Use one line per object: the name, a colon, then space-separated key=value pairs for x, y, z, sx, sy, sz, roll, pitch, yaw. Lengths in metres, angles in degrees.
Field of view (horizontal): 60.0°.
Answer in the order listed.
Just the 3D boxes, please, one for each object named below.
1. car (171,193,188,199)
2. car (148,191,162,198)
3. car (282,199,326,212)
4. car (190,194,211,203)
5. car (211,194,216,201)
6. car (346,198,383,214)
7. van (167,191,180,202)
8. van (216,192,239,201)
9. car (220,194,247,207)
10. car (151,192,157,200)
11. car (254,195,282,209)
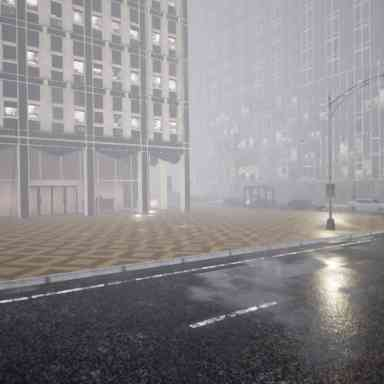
car: x=-2.882 y=0.934 z=74.016 sx=1.802 sy=1.307 sz=4.206 roll=0 pitch=1 yaw=-34
car: x=-9.284 y=0.684 z=83.407 sx=1.967 sy=1.590 sz=4.097 roll=0 pitch=1 yaw=-34
car: x=12.489 y=1.422 z=36.348 sx=1.947 sy=1.339 sz=4.313 roll=-1 pitch=1 yaw=-34
car: x=0.782 y=1.150 z=58.412 sx=1.994 sy=1.385 sz=4.181 roll=-1 pitch=1 yaw=-34
car: x=3.519 y=1.041 z=64.622 sx=1.802 sy=1.307 sz=4.206 roll=-1 pitch=1 yaw=-34
car: x=17.869 y=1.387 z=33.364 sx=1.812 sy=1.442 sz=4.674 roll=-1 pitch=1 yaw=-36
van: x=-3.406 y=0.935 z=59.902 sx=1.690 sy=1.788 sz=3.998 roll=0 pitch=1 yaw=-34
van: x=6.719 y=0.853 z=59.922 sx=1.690 sy=1.788 sz=3.998 roll=-1 pitch=1 yaw=-34
car: x=6.150 y=1.318 z=45.786 sx=1.947 sy=1.339 sz=4.313 roll=-1 pitch=1 yaw=-34
car: x=-9.808 y=1.038 z=69.298 sx=2.008 sy=1.369 sz=4.403 roll=0 pitch=1 yaw=-34
car: x=9.302 y=1.386 z=41.057 sx=1.802 sy=1.307 sz=4.206 roll=-1 pitch=1 yaw=-34
